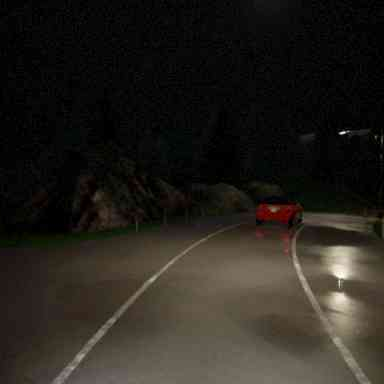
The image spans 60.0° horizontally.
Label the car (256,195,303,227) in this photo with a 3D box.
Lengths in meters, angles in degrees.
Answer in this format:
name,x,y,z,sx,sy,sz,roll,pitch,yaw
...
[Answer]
name,x,y,z,sx,sy,sz,roll,pitch,yaw
car,5.497,1.054,20.534,2.097,1.767,4.553,1,1,26
